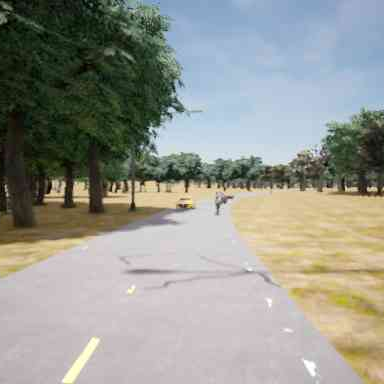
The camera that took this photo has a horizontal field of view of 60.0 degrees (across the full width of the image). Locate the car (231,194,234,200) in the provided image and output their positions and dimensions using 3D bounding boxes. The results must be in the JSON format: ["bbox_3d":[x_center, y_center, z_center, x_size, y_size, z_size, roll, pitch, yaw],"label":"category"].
[{"bbox_3d":[8.421,0.995,74.717,1.895,1.301,4.718,1,1,13],"label":"car"}]

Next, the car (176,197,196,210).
[{"bbox_3d":[-0.705,1.284,39.223,1.882,1.535,5.008,0,0,7],"label":"car"}]

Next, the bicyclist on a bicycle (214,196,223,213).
[{"bbox_3d":[2.360,1.338,31.053,0.582,1.620,1.656,0,0,5],"label":"bicyclist on a bicycle"}]

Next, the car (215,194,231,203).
[{"bbox_3d":[5.066,1.125,57.341,2.128,1.511,4.902,0,1,10],"label":"car"}]

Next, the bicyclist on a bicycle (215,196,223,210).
[{"bbox_3d":[3.192,1.266,38.922,0.866,1.612,1.509,0,0,7],"label":"bicyclist on a bicycle"}]

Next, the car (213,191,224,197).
[{"bbox_3d":[6.404,0.523,79.317,1.895,1.301,4.718,1,1,13],"label":"car"}]
